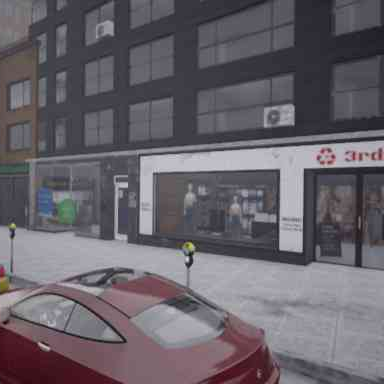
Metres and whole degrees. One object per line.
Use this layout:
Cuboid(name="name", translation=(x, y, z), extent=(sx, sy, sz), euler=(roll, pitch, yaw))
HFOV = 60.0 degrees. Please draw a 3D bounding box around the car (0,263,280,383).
Cuboid(name="car", translation=(-1.118, 1.577, 3.866), extent=(4.206, 1.307, 1.802), euler=(0, 1, 35))
